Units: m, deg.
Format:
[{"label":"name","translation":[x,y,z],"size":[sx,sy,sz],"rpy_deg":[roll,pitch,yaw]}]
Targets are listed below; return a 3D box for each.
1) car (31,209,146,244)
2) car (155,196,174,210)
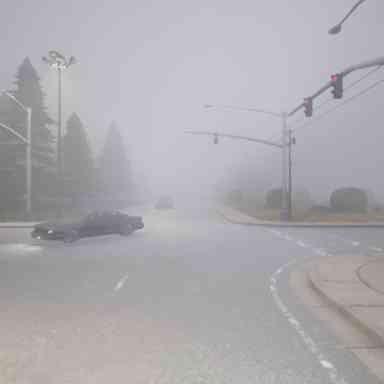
[{"label":"car","translation":[-4.720,1.529,16.029],"size":[2.033,1.411,5.357],"rpy_deg":[1,0,40]},{"label":"car","translation":[-3.413,1.319,41.440],"size":[2.097,1.767,4.553],"rpy_deg":[0,0,0]}]
